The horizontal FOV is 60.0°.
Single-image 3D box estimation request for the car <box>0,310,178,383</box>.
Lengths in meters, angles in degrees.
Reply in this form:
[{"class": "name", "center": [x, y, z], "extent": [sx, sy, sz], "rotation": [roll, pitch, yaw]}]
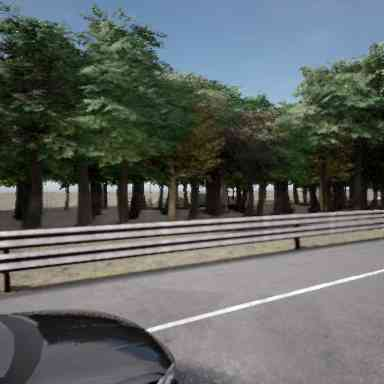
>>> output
[{"class": "car", "center": [-2.340, 1.496, 2.021], "extent": [4.902, 1.511, 2.128], "rotation": [0, 0, -35]}]
